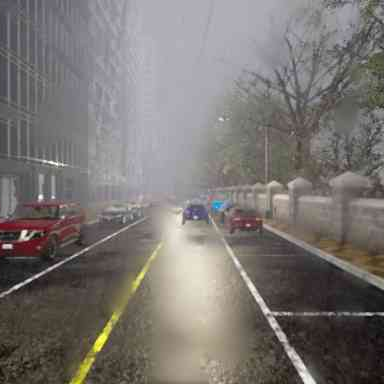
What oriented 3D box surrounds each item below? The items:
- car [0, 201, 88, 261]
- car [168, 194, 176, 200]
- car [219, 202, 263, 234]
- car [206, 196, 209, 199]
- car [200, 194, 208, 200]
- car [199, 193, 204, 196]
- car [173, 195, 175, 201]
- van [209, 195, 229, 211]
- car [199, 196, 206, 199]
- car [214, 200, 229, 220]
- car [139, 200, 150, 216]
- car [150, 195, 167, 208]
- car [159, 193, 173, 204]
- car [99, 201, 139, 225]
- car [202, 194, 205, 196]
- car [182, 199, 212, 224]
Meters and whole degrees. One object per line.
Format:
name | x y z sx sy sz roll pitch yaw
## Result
car | -5.418 1.283 12.314 2.192 1.841 5.009 0 0 0
car | -5.060 1.317 85.572 1.887 1.381 4.507 0 0 -1
car | 2.807 1.498 18.701 1.887 1.381 4.507 0 0 1
car | 3.107 1.448 41.207 2.008 1.369 4.403 0 0 1
car | 3.102 1.296 86.342 1.752 1.417 4.829 0 0 -1
car | 3.161 1.339 80.547 2.008 1.369 4.403 0 0 -1
car | -4.941 1.348 68.468 1.752 1.417 4.829 0 0 0
van | 3.033 1.253 35.590 1.690 1.788 3.998 0 0 1
car | 0.504 1.495 42.058 1.895 1.301 4.718 0 0 1
car | 2.871 1.505 24.342 1.947 1.339 4.313 0 0 1
car | -5.233 1.477 29.180 2.008 1.369 4.403 0 0 1
car | -5.012 1.435 46.074 2.008 1.369 4.403 0 0 1
car | -4.943 1.169 57.353 2.192 1.841 5.009 0 0 0
car | -5.310 1.491 23.559 2.008 1.369 4.403 0 0 1
car | 3.229 1.404 58.063 2.008 1.369 4.403 0 0 0
car | 0.262 1.466 23.803 1.812 1.442 4.674 0 0 1
